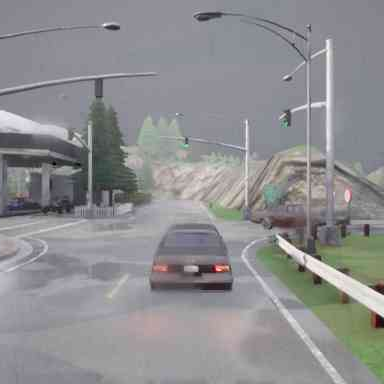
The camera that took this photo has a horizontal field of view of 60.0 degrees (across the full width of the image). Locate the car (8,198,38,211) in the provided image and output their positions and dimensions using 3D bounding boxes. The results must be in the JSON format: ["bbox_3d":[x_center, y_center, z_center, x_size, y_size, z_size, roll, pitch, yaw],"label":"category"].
[{"bbox_3d":[-20.269,1.492,40.318,2.242,1.667,4.611,0,0,-1],"label":"car"}]

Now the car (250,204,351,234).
[{"bbox_3d":[5.687,1.374,18.053,2.033,1.411,5.357,-1,0,-40],"label":"car"}]

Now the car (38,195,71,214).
[{"bbox_3d":[-14.558,1.324,36.045,1.905,1.878,3.866,0,0,-1],"label":"car"}]

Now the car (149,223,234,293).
[{"bbox_3d":[0.011,1.550,9.014,2.033,1.411,5.357,0,0,1],"label":"car"}]
